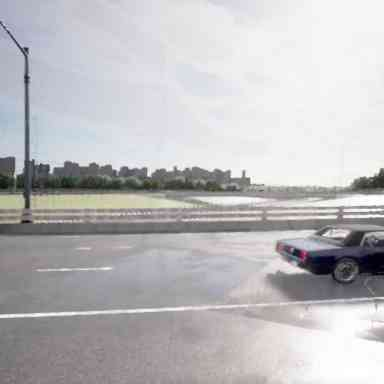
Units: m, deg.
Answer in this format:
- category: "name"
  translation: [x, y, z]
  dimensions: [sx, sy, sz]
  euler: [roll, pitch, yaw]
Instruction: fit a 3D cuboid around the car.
- category: "car"
  translation: [4.797, 1.536, 8.885]
  dimensions: [4.718, 1.301, 1.895]
  euler: [0, 0, -10]
